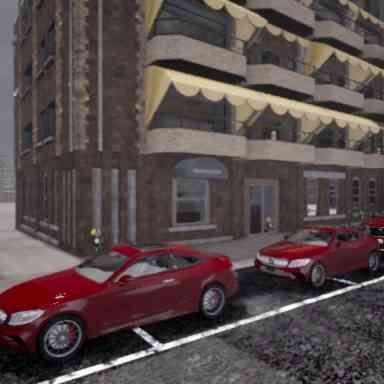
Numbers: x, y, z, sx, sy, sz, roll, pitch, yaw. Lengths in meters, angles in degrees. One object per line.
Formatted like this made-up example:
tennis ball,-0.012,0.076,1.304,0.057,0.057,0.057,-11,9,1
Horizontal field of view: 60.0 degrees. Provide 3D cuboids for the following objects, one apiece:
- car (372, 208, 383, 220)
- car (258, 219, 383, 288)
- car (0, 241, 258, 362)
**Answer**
car,8.173,1.299,12.392,5.009,1.841,2.192,0,0,-36
car,3.575,1.573,9.111,4.206,1.307,1.802,0,0,-36
car,-1.024,1.579,5.831,4.206,1.307,1.802,0,0,-36
